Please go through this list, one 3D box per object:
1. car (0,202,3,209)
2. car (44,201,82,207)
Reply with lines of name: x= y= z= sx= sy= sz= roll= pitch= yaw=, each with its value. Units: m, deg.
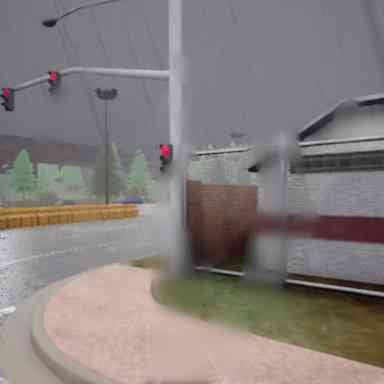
car: x=-20.665 y=1.516 z=30.950 sx=2.150 sy=2.045 sz=5.566 roll=-1 pitch=0 yaw=34
car: x=-15.186 y=1.802 z=39.131 sx=1.837 sy=1.490 sz=4.892 roll=-1 pitch=0 yaw=34
